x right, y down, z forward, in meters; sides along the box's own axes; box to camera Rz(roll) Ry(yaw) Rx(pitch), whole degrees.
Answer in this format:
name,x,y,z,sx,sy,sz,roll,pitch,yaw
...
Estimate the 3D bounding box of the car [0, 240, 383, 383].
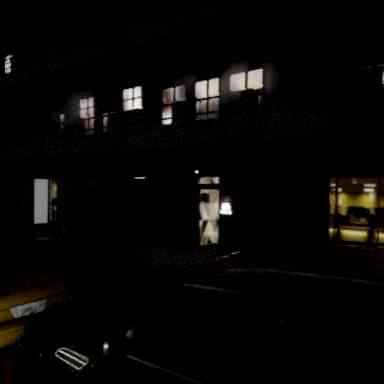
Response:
name,x,y,z,sx,sy,sz,roll,pitch,yaw
car,0.741,1.312,2.329,5.009,1.841,2.192,0,1,36
